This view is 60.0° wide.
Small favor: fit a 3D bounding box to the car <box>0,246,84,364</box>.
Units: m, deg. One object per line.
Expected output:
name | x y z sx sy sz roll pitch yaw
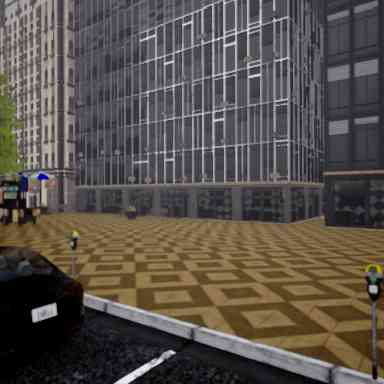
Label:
car | -3.556 1.561 5.423 4.313 1.339 1.947 0 0 36
